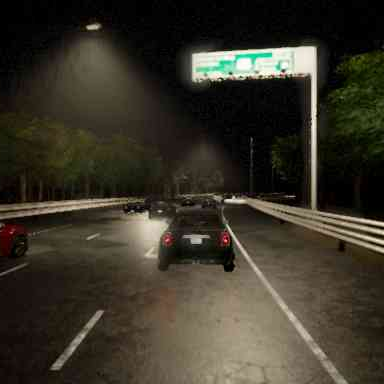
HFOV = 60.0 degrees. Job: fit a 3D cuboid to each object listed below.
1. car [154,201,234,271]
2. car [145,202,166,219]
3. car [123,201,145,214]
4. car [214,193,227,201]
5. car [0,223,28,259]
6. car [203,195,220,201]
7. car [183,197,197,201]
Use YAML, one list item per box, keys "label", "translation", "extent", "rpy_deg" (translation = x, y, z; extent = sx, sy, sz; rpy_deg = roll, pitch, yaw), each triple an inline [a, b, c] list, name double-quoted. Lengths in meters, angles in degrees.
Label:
- label: "car"
  translation: [0.170, 1.342, 11.094]
  extent: [2.097, 1.767, 4.553]
  rpy_deg: [0, 0, 2]
- label: "car"
  translation: [-2.429, 1.527, 28.796]
  extent: [1.994, 1.385, 4.181]
  rpy_deg: [0, 0, 4]
- label: "car"
  translation: [-5.612, 1.551, 34.658]
  extent: [1.895, 1.301, 4.718]
  rpy_deg: [0, 0, 5]
- label: "car"
  translation: [5.601, 1.144, 69.416]
  extent: [2.150, 2.045, 5.566]
  rpy_deg: [0, 0, 9]
- label: "car"
  translation: [-6.771, 1.330, 9.691]
  extent: [2.097, 1.767, 4.553]
  rpy_deg: [0, 0, 1]
- label: "car"
  translation: [2.295, 1.498, 44.135]
  extent: [2.033, 1.411, 5.357]
  rpy_deg: [0, 0, 6]
- label: "car"
  translation: [-0.300, 1.499, 51.814]
  extent: [1.994, 1.385, 4.181]
  rpy_deg: [0, 0, 7]
